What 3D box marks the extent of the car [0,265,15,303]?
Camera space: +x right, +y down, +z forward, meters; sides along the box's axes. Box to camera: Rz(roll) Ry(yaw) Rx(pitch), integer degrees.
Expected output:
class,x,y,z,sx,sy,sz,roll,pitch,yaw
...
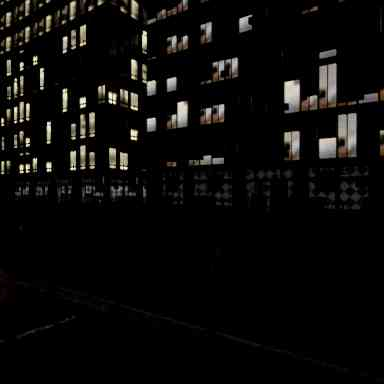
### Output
class,x,y,z,sx,sy,sz,roll,pitch,yaw
car,-5.491,1.526,6.799,4.829,1.417,1.752,0,0,36
